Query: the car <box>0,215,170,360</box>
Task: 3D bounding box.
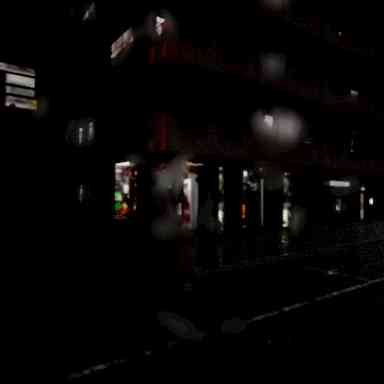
[{"bbox_3d":[-2.673,1.316,4.631,5.009,1.841,2.192,0,1,-35],"label":"car"}]
